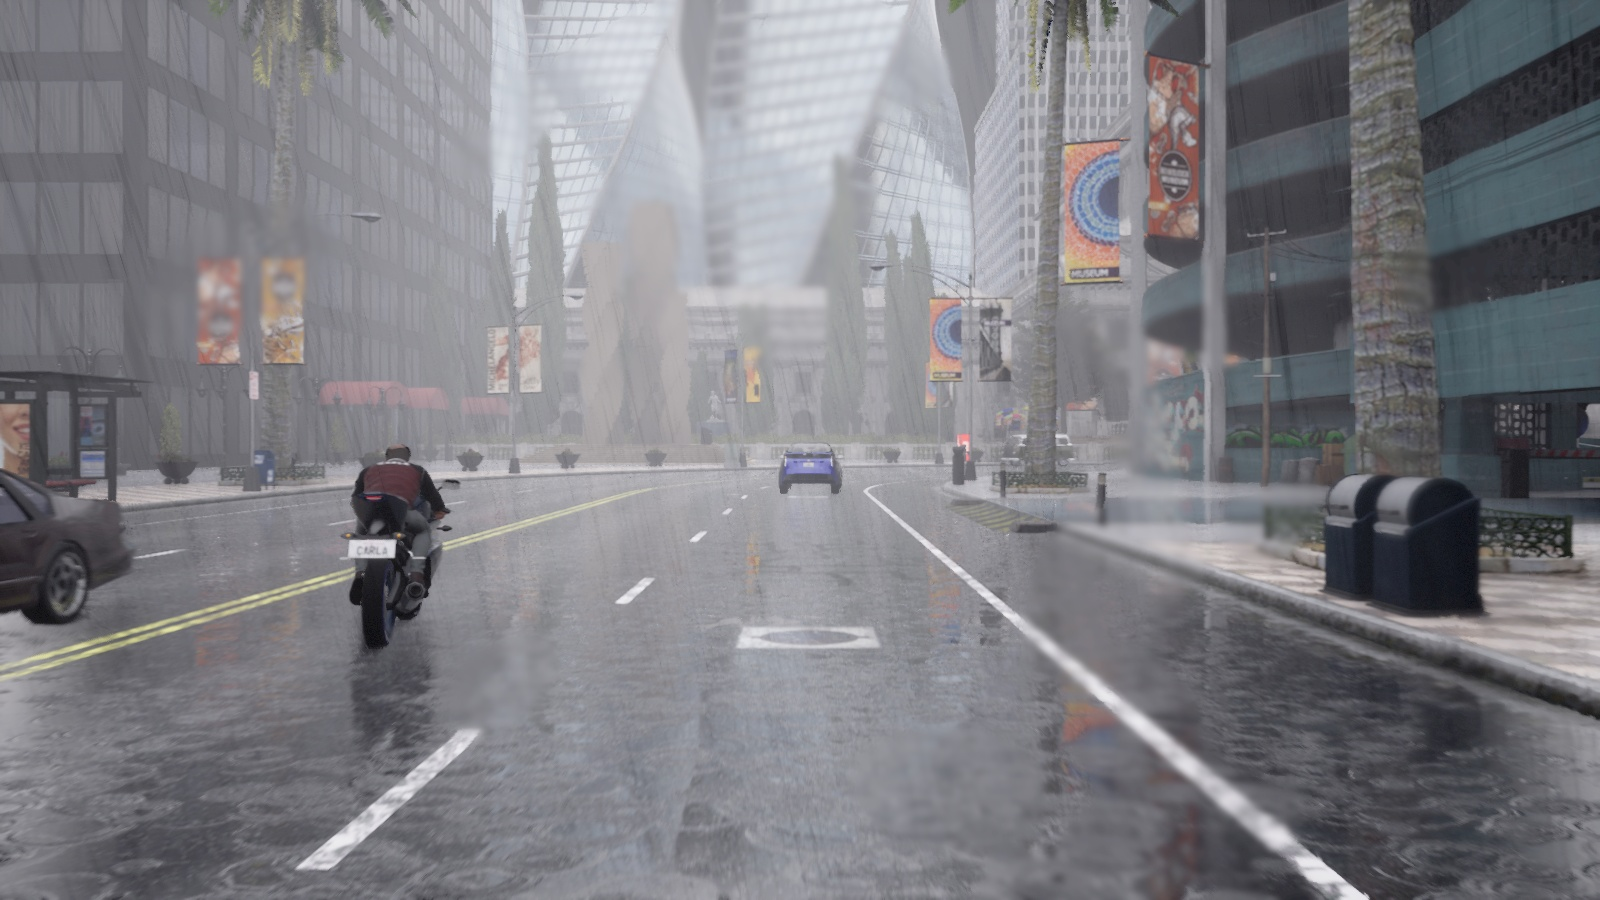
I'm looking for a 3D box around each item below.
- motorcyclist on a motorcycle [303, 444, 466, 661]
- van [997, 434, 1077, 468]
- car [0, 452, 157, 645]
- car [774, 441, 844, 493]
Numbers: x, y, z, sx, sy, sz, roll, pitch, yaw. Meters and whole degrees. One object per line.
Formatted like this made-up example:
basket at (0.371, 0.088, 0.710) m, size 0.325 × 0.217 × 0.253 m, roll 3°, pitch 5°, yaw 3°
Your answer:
motorcyclist on a motorcycle at (-3.239, 0.722, 10.012) m, size 0.866 × 1.530 × 2.191 m, roll 1°, pitch 0°, yaw -9°
van at (14.481, 0.049, 76.756) m, size 4.480 × 2.038 × 2.069 m, roll 0°, pitch 0°, yaw -25°
car at (-6.935, 0.738, 8.857) m, size 2.033 × 1.411 × 5.357 m, roll 0°, pitch 0°, yaw 0°
car at (0.342, 0.476, 38.590) m, size 2.007 × 1.525 × 4.514 m, roll 0°, pitch 0°, yaw 2°
